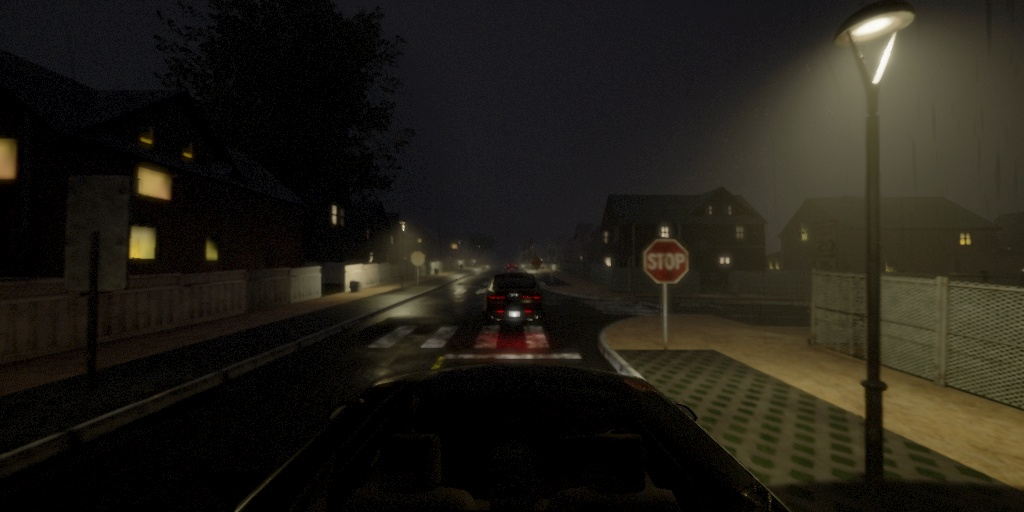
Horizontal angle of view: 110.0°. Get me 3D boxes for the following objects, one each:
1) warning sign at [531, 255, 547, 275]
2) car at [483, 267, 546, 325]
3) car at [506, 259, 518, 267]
[{"bbox_3d":[2.520,0.990,35.505,1.300,1.860,1.060,0,0,0],"label":"warning sign"},{"bbox_3d":[0.080,1.286,11.980,1.837,1.490,4.892,0,0,0],"label":"car"},{"bbox_3d":[0.055,1.585,58.320,1.895,1.301,4.718,0,0,1],"label":"car"}]
